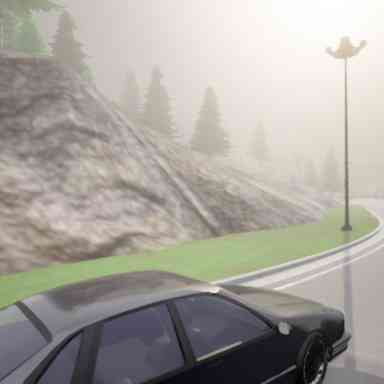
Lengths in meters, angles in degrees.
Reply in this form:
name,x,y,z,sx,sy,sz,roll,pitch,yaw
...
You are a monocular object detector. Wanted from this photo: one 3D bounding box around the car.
name,x,y,z,sx,sy,sz,roll,pitch,yaw
car,-0.437,1.607,3.470,5.357,1.411,2.033,1,-1,-39
